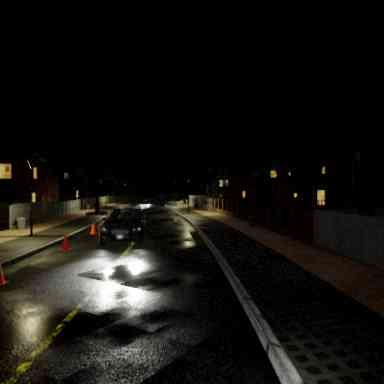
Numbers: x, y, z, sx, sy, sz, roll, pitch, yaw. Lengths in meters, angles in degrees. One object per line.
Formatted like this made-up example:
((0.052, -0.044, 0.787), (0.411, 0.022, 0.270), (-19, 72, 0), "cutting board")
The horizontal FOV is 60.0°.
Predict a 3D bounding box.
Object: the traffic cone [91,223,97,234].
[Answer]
((-5.351, 1.985, 18.049), (0.340, 0.580, 0.340), (0, 0, -5), "traffic cone")

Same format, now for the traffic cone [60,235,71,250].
((-4.988, 1.976, 13.122), (0.340, 0.580, 0.340), (0, 0, -3), "traffic cone")

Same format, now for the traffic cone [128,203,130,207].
((-9.419, 2.038, 47.701), (0.340, 0.580, 0.340), (0, 0, -7), "traffic cone")

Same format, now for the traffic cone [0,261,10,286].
((-4.746, 1.968, 8.187), (0.340, 0.580, 0.340), (0, 0, -2), "traffic cone")

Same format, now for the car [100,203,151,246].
((-3.031, 1.511, 15.605), (2.128, 1.511, 4.902), (0, 0, -4), "car")

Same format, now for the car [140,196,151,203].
((-9.284, 1.585, 66.413), (2.128, 1.511, 4.902), (0, 0, -9), "car")
